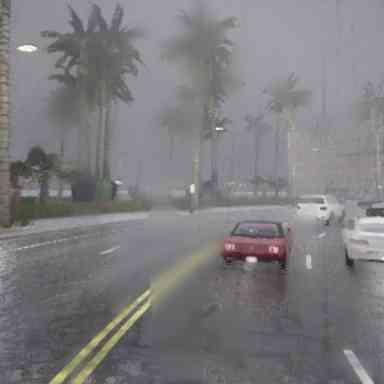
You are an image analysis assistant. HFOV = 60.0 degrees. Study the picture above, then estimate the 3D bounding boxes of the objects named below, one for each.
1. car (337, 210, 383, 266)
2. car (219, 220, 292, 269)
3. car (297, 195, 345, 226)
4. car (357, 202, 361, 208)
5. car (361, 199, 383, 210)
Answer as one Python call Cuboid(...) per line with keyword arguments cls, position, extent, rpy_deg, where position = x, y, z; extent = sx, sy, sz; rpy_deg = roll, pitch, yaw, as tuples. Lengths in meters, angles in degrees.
Cuboid(cls="car", position=(5.995, 1.533, 11.015), extent=(1.812, 1.442, 4.674), rpy_deg=(0, 0, 22))
Cuboid(cls="car", position=(2.377, 1.585, 11.308), extent=(1.895, 1.301, 4.718), rpy_deg=(0, 0, 19))
Cuboid(cls="car", position=(9.401, 1.218, 24.066), extent=(2.150, 2.045, 5.566), rpy_deg=(0, 0, 37))
Cuboid(cls="car", position=(26.197, 1.633, 48.451), extent=(4.718, 1.301, 1.895), rpy_deg=(0, 0, -30))
Cuboid(cls="car", position=(14.179, 1.499, 24.414), extent=(1.882, 1.535, 5.008), rpy_deg=(0, 0, 39))
